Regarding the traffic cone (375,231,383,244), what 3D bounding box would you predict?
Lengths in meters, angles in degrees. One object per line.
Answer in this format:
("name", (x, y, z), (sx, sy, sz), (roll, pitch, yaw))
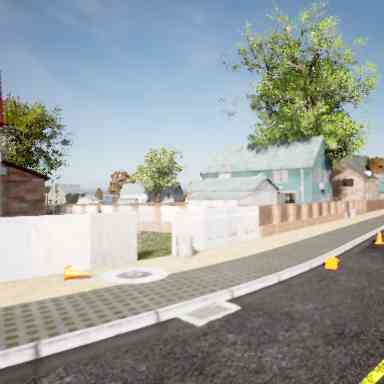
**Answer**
("traffic cone", (8.703, 2.088, 15.449), (0.340, 0.580, 0.340), (-1, -1, 37))
